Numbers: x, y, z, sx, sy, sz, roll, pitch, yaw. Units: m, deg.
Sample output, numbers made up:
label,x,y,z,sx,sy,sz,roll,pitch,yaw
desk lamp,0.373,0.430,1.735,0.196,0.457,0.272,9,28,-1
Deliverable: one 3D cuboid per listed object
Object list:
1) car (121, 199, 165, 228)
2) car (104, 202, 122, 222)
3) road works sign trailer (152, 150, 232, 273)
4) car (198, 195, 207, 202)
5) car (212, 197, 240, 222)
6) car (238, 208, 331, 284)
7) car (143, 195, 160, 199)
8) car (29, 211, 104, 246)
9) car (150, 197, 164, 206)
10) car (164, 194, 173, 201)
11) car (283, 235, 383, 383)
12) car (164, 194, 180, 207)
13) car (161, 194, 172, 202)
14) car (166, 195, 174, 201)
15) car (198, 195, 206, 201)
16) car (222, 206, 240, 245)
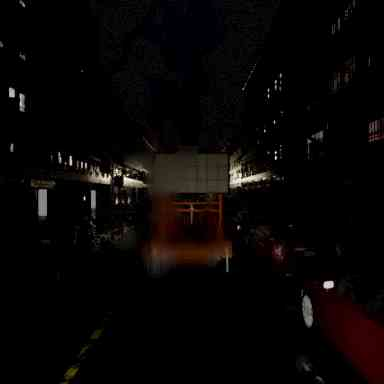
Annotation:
label,x,y,z,sx,sy,sz,roll,pitch,yaw
car,-3.125,1.476,22.368,1.882,1.535,5.008,0,0,0
car,-5.718,1.523,26.272,1.752,1.417,4.829,0,0,0
road works sign trailer,-0.011,0.464,10.669,2.380,3.560,2.880,0,0,0
car,2.604,1.503,77.346,1.752,1.417,4.829,0,0,0
car,2.664,1.312,26.449,2.192,1.841,5.009,0,0,0
car,2.682,1.440,9.540,1.967,1.590,4.097,0,0,0
car,-5.737,1.432,43.353,1.967,1.590,4.097,0,0,0
car,-5.705,1.565,15.169,1.947,1.339,4.313,0,0,0
car,-5.751,1.570,54.626,1.802,1.307,4.206,0,0,0
car,-5.782,1.415,82.806,1.967,1.590,4.097,0,0,0
car,2.689,1.545,3.903,1.887,1.381,4.507,0,0,0
car,-3.056,1.211,50.189,2.150,2.045,5.566,0,0,0
car,-5.775,1.293,77.171,2.192,1.841,5.009,0,0,0
car,-5.788,1.516,88.444,1.887,1.381,4.507,0,0,0
car,2.592,1.516,88.449,1.887,1.381,4.507,0,0,0
car,2.676,1.550,15.176,2.008,1.369,4.403,0,0,0
